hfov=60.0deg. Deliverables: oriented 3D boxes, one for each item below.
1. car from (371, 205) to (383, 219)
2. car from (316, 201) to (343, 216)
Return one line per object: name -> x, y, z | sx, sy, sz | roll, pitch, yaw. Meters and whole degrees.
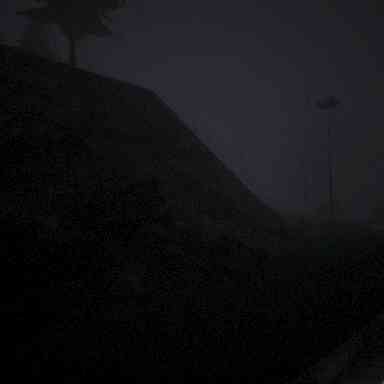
car -> 22.436, 2.277, 38.484 | 2.128, 1.511, 4.902 | -1, -2, 6
car -> 19.704, 2.375, 47.852 | 2.150, 2.045, 5.566 | -1, -2, 2
